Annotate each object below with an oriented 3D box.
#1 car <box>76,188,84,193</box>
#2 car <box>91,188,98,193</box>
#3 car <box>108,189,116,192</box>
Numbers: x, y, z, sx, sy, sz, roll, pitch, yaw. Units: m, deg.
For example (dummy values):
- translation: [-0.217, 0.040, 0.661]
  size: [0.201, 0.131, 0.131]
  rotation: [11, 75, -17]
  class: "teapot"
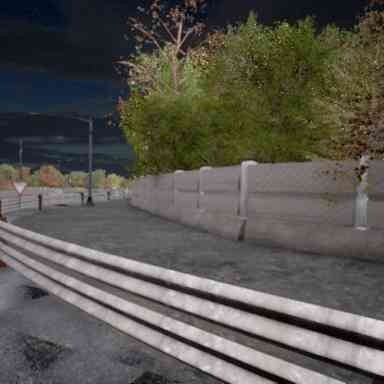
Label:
- translation: [-29.191, -0.317, 86.516]
  size: [1.882, 1.535, 5.008]
  rotation: [1, 1, -19]
  class: "car"
- translation: [-25.836, -0.222, 87.508]
  size: [2.128, 1.511, 4.902]
  rotation: [1, 1, -19]
  class: "car"
- translation: [-20.891, -0.105, 87.432]
  size: [1.994, 1.385, 4.181]
  rotation: [1, 1, -4]
  class: "car"
